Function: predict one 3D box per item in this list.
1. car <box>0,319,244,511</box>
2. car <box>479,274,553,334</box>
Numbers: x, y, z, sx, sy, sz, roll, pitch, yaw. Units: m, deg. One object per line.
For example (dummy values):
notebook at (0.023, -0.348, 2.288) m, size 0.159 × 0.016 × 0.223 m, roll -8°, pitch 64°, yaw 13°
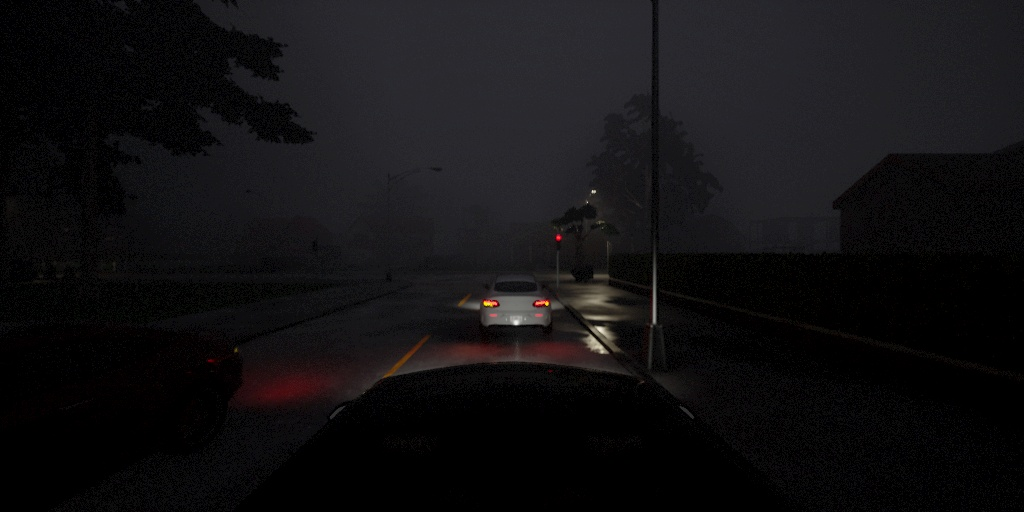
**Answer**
car at (-4.084, 1.272, 2.392) m, size 1.812 × 1.442 × 4.674 m, roll 0°, pitch 0°, yaw 0°
car at (0.092, 1.228, 10.353) m, size 1.812 × 1.442 × 4.674 m, roll 0°, pitch 0°, yaw 0°
